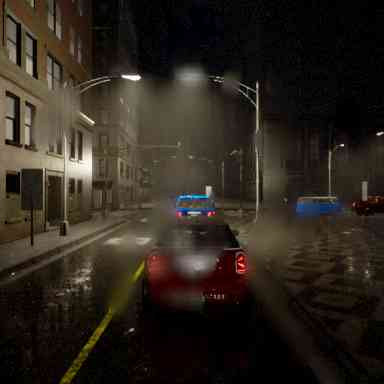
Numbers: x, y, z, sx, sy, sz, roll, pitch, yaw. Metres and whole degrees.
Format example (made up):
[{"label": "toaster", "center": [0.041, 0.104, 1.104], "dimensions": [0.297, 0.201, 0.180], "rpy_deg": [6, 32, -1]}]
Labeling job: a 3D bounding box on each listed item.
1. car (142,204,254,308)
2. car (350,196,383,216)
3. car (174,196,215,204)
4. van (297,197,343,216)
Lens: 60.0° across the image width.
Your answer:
[{"label": "car", "center": [0.109, 1.346, 8.075], "dimensions": [2.097, 1.767, 4.553], "rpy_deg": [0, 0, 0]}, {"label": "car", "center": [17.398, 1.322, 30.900], "dimensions": [5.009, 1.841, 2.192], "rpy_deg": [0, 0, -1]}, {"label": "car", "center": [0.118, 1.207, 17.932], "dimensions": [2.150, 2.045, 5.566], "rpy_deg": [0, 0, 0]}, {"label": "van", "center": [11.757, 1.349, 30.819], "dimensions": [3.998, 1.788, 1.690], "rpy_deg": [0, 0, -1]}]
